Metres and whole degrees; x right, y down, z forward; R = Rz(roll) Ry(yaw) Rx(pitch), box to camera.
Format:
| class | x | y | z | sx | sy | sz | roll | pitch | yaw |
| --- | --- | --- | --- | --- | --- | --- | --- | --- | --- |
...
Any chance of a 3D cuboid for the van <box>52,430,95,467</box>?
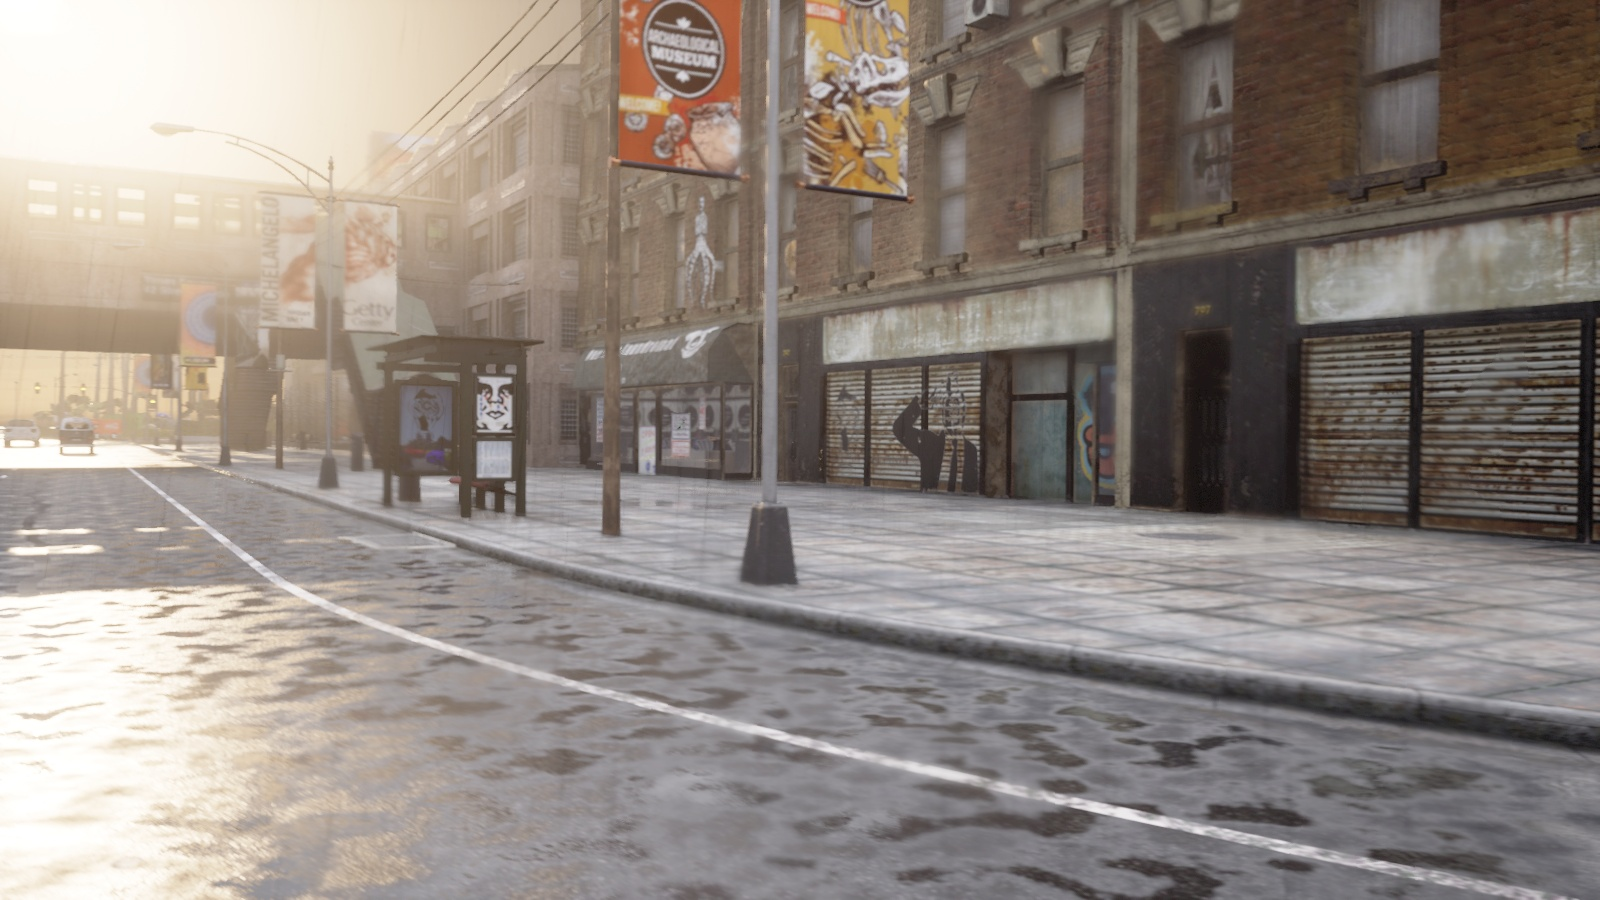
| class | x | y | z | sx | sy | sz | roll | pitch | yaw |
| --- | --- | --- | --- | --- | --- | --- | --- | --- | --- |
| van | -41.343 | -0.104 | 71.468 | 2.069 | 2.038 | 4.480 | -1 | 1 | -30 |
